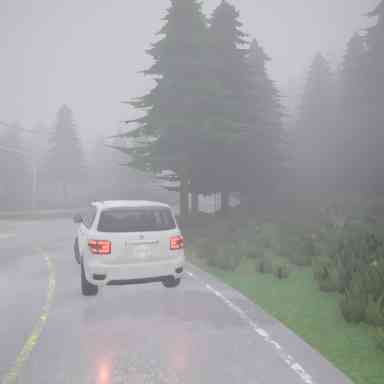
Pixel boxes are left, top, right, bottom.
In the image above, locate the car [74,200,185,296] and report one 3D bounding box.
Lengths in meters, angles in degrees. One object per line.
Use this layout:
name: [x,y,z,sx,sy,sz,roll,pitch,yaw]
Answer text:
car: [-1.917,1.221,9.031,2.150,2.045,5.566,0,0,-20]
